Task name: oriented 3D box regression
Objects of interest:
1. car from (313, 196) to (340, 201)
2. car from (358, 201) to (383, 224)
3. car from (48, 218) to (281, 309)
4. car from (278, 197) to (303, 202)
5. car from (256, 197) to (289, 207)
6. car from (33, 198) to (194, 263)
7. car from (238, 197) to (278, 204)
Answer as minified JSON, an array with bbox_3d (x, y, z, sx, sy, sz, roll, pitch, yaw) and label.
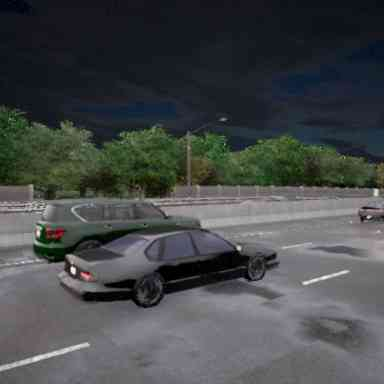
[{"bbox_3d":[17.178,1.267,42.517,4.892,1.490,1.837,0,0,-36],"label":"car"},{"bbox_3d":[12.766,1.303,21.737,4.902,1.511,2.128,-1,0,-36],"label":"car"},{"bbox_3d":[-0.266,1.535,7.895,5.357,1.411,2.033,-1,0,-36],"label":"car"},{"bbox_3d":[12.384,1.335,43.363,5.357,1.411,2.033,0,0,-36],"label":"car"},{"bbox_3d":[11.350,1.396,46.934,4.718,1.301,1.895,0,0,-36],"label":"car"},{"bbox_3d":[-2.120,1.220,10.877,5.566,2.045,2.150,-1,0,-36],"label":"car"},{"bbox_3d":[5.137,1.392,29.415,4.674,1.442,1.812,-1,0,-36],"label":"car"}]
